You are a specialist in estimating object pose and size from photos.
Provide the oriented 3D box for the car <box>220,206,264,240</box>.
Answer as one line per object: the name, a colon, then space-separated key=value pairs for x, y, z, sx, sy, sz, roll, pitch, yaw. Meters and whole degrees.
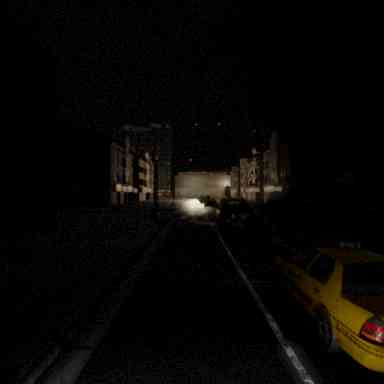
car: x=2.645 y=1.578 z=16.594 sx=1.802 sy=1.307 sz=4.206 roll=1 pitch=0 yaw=0

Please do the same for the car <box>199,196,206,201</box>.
car: x=2.641 y=1.717 z=86.535 sx=1.802 sy=1.307 sz=4.206 roll=0 pitch=0 yaw=0

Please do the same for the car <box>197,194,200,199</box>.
car: x=2.644 y=1.396 z=70.223 sx=2.192 sy=1.841 sz=5.009 roll=1 pitch=0 yaw=0

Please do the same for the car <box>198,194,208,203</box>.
car: x=2.642 y=1.611 z=64.786 sx=1.887 sy=1.381 sz=4.507 roll=1 pitch=0 yaw=0

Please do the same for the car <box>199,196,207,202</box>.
car: x=2.641 y=1.697 z=81.097 sx=1.802 sy=1.307 sz=4.206 roll=0 pitch=0 yaw=0

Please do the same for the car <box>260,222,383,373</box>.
car: x=2.647 y=1.522 z=5.865 sx=1.752 sy=1.417 sz=4.829 roll=1 pitch=0 yaw=0

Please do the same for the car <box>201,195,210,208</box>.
car: x=2.644 y=1.574 z=48.474 sx=1.887 sy=1.381 sz=4.507 roll=1 pitch=0 yaw=0

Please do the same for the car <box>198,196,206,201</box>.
car: x=2.641 y=1.706 z=91.973 sx=2.008 sy=1.369 sz=4.403 roll=0 pitch=0 yaw=0

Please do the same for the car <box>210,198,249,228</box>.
car: x=2.648 y=1.313 z=22.043 sx=2.192 sy=1.841 sz=5.009 roll=1 pitch=0 yaw=0
